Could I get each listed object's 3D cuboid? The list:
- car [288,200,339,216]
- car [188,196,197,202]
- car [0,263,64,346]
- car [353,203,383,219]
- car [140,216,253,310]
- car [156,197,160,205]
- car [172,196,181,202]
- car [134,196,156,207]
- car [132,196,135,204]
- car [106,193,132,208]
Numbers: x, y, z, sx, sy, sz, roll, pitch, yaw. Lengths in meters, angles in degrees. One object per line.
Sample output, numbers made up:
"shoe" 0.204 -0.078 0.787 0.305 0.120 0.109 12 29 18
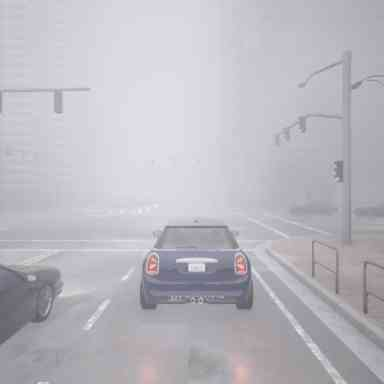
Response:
"car" 11.708 1.526 32.177 4.674 1.442 1.812 0 0 1
"car" 0.123 1.553 72.632 1.994 1.385 4.181 0 0 0
"car" -3.414 1.547 4.142 2.033 1.411 5.357 0 0 -1
"car" 16.502 1.601 28.634 4.718 1.301 1.895 0 0 1
"car" 0.092 1.352 8.000 2.097 1.767 4.553 0 0 0
"car" -6.972 1.601 60.367 1.895 1.301 4.718 0 0 0
"car" -3.383 1.465 72.231 2.033 1.411 5.357 0 0 0
"car" -7.013 1.564 50.406 1.994 1.385 4.181 0 0 0
"car" -10.481 1.505 58.088 1.837 1.490 4.892 0 0 0
"car" -10.519 1.352 48.143 2.097 1.767 4.553 0 0 0
